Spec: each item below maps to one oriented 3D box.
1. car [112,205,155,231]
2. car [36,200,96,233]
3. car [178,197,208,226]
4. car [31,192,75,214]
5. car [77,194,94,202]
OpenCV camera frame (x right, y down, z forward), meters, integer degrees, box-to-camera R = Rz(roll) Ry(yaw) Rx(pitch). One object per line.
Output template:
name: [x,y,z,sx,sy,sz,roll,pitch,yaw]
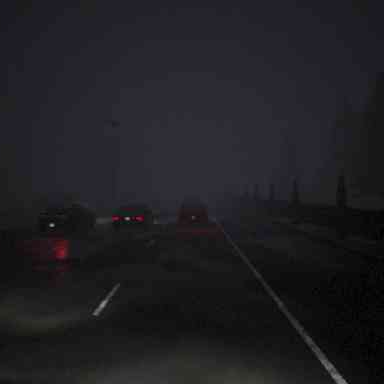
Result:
car: [-3.406,1.461,20.063,2.033,1.411,5.357,0,0,0]
car: [-6.907,1.411,18.832,2.128,1.511,4.902,0,0,0]
car: [0.094,1.379,22.775,1.882,1.535,5.008,0,0,0]
car: [-14.109,1.074,34.217,2.150,2.045,5.566,0,0,0]
car: [-21.023,1.218,66.039,1.837,1.490,4.892,0,0,0]
